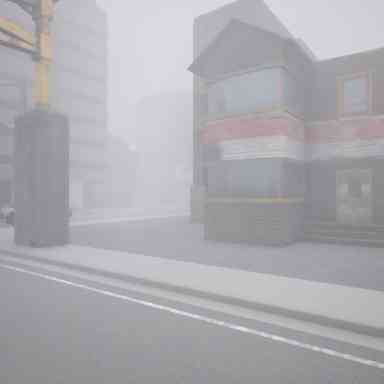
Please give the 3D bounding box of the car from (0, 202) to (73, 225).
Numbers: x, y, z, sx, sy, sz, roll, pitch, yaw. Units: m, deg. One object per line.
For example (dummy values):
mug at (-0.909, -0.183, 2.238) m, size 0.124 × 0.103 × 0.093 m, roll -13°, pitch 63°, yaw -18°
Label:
car at (-10.732, 1.453, 23.536) m, size 2.038 × 1.542 × 4.974 m, roll 0°, pitch 0°, yaw 16°
